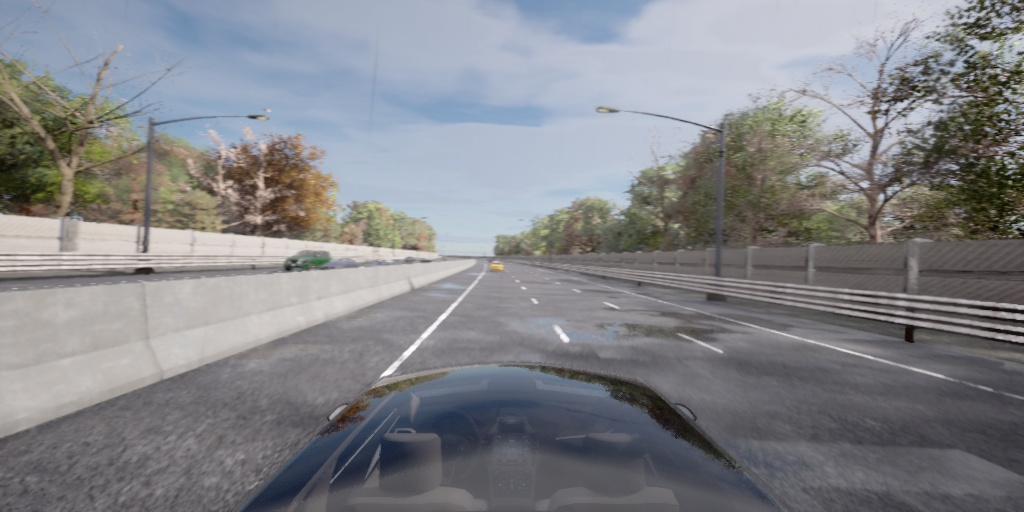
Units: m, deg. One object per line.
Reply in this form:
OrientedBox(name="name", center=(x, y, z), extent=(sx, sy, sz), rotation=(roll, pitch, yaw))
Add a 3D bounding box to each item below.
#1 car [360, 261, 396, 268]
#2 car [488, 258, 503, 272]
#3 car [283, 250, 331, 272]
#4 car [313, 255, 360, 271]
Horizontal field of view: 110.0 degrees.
OrientedBox(name="car", center=(-11.909, 1.102, 33.053), extent=(1.895, 1.301, 4.718), rotation=(2, 0, -2))
OrientedBox(name="car", center=(-2.344, 1.501, 53.417), extent=(1.801, 1.575, 5.366), rotation=(2, 0, -3))
OrientedBox(name="car", center=(-18.912, 0.452, 33.613), extent=(2.150, 2.045, 5.566), rotation=(2, -1, -2))
OrientedBox(name="car", center=(-15.391, 0.907, 32.487), extent=(2.033, 1.411, 5.357), rotation=(2, 0, -2))
